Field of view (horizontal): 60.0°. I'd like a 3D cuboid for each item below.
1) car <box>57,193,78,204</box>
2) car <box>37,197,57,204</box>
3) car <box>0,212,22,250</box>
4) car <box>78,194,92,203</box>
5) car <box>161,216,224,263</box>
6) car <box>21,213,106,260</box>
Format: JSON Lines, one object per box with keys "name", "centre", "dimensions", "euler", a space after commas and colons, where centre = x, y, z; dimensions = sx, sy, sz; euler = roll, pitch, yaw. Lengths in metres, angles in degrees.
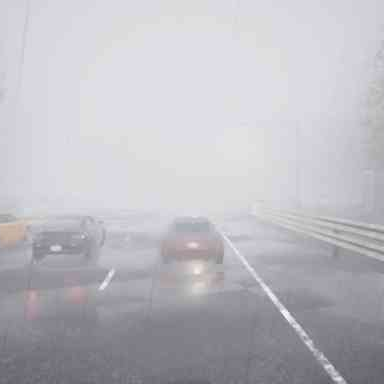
{"name": "car", "centre": [-24.107, 1.171, 63.012], "dimensions": [2.150, 2.045, 5.566], "euler": [0, 0, -38]}
{"name": "car", "centre": [-26.929, 1.531, 60.945], "dimensions": [1.994, 1.385, 4.181], "euler": [0, 0, -38]}
{"name": "car", "centre": [-7.986, 1.481, 13.065], "dimensions": [1.882, 1.535, 5.008], "euler": [0, 0, -7]}
{"name": "car", "centre": [-21.228, 1.273, 65.009], "dimensions": [2.097, 1.767, 4.553], "euler": [0, 0, -38]}
{"name": "car", "centre": [0.001, 1.537, 11.812], "dimensions": [1.994, 1.385, 4.181], "euler": [0, 0, 0]}
{"name": "car", "centre": [-4.370, 1.516, 12.293], "dimensions": [1.812, 1.442, 4.674], "euler": [0, 0, -7]}
